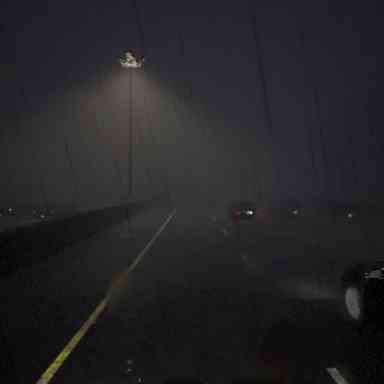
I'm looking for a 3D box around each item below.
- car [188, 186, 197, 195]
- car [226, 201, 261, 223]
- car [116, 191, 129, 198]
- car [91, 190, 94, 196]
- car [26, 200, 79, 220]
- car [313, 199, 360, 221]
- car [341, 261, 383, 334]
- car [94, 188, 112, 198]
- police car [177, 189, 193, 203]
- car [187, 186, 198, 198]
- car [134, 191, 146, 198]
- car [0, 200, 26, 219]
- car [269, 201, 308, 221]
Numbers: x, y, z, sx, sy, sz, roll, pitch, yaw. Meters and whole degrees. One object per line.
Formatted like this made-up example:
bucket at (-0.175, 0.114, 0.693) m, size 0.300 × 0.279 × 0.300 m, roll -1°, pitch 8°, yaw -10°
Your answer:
car at (0.028, -0.448, 83.671) m, size 2.150 × 2.045 × 5.566 m, roll 0°, pitch 2°, yaw 0°
car at (3.607, 1.344, 23.828) m, size 2.033 × 1.411 × 5.357 m, roll 0°, pitch 1°, yaw 0°
car at (-13.979, 0.494, 67.291) m, size 1.895 × 1.301 × 4.718 m, roll 0°, pitch 2°, yaw 0°
car at (-20.977, -0.014, 74.379) m, size 2.097 × 1.767 × 4.553 m, roll 0°, pitch 2°, yaw 0°
car at (-10.591, 1.311, 26.240) m, size 2.033 × 1.411 × 5.357 m, roll 0°, pitch 1°, yaw 0°
car at (10.608, 1.289, 24.750) m, size 1.837 × 1.490 × 4.892 m, roll 0°, pitch 1°, yaw 0°
car at (3.602, 1.483, 4.093) m, size 1.837 × 1.490 × 4.892 m, roll 0°, pitch 0°, yaw 0°
car at (-17.479, 0.434, 66.864) m, size 2.128 × 1.511 × 4.902 m, roll 0°, pitch 2°, yaw 0°
police car at (-1.209, 0.738, 50.931) m, size 1.930 × 1.638 × 5.238 m, roll 0°, pitch 1°, yaw 0°
car at (0.023, 0.007, 68.665) m, size 2.150 × 2.045 × 5.566 m, roll 0°, pitch 2°, yaw 0°
car at (-10.480, 0.504, 66.952) m, size 1.895 × 1.301 × 4.718 m, roll 0°, pitch 2°, yaw 0°
car at (-14.090, 1.358, 26.676) m, size 1.895 × 1.301 × 4.718 m, roll 0°, pitch 1°, yaw 0°
car at (7.108, 1.347, 24.818) m, size 1.994 × 1.385 × 4.181 m, roll 0°, pitch 1°, yaw 0°
